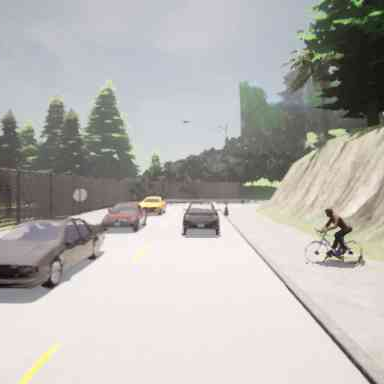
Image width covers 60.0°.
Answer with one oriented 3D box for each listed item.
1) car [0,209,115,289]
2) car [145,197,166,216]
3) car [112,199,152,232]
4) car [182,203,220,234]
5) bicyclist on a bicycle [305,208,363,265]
[{"bbox_3d":[-3.915,1.437,9.200,2.033,1.411,5.357,0,1,1],"label":"car"},{"bbox_3d":[-3.400,1.173,29.317,1.882,1.535,5.008,0,1,2],"label":"car"},{"bbox_3d":[-3.677,1.322,18.850,1.812,1.442,4.674,0,1,1],"label":"car"},{"bbox_3d":[0.487,1.318,17.822,2.128,1.511,4.902,0,1,1],"label":"car"},{"bbox_3d":[4.033,1.271,9.442,1.656,1.620,0.582,0,3,1],"label":"bicyclist on a bicycle"}]
